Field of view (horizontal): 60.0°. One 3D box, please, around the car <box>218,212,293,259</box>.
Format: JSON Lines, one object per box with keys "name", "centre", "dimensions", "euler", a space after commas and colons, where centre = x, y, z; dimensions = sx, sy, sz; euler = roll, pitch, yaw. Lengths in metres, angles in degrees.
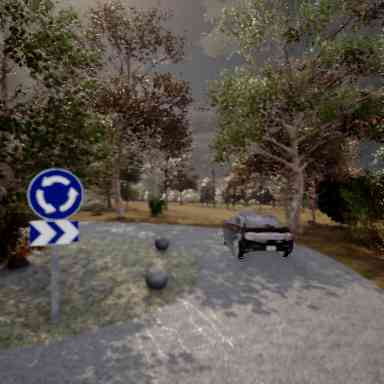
{"name": "car", "centre": [2.301, 1.537, 12.956], "dimensions": [2.128, 1.511, 4.902], "euler": [1, 1, -5]}
